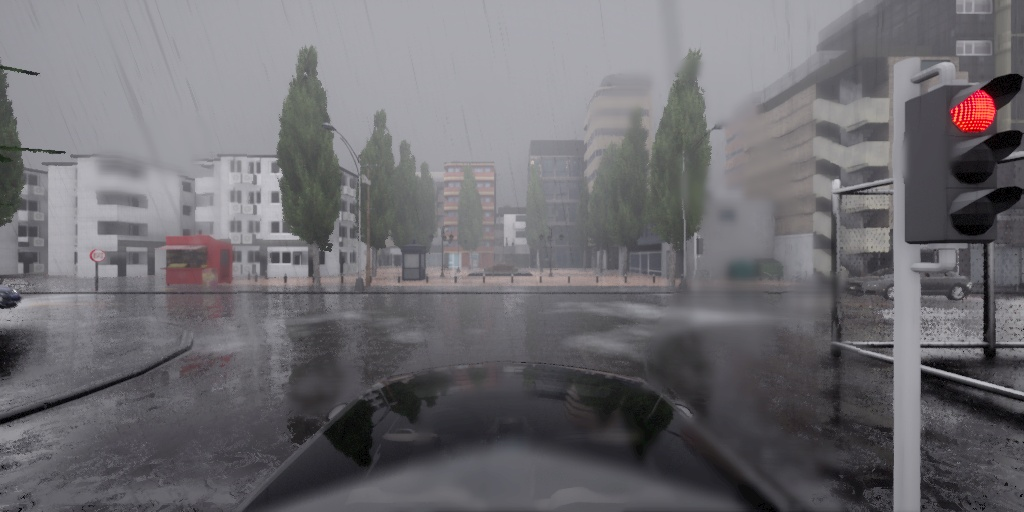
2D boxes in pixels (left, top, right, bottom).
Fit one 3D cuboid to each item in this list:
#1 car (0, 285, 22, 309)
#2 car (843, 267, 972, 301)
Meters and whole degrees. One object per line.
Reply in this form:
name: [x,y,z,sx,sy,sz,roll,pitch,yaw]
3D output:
car: [-20.483,1.273,12.629,4.674,1.442,1.812,0,0,0]
car: [18.435,1.252,16.850,4.892,1.490,1.837,0,0,0]
